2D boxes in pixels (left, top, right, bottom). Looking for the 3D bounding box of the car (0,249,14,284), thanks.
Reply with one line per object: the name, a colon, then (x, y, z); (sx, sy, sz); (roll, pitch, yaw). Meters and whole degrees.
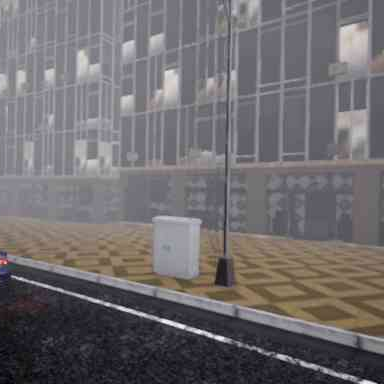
car: (-6.548, 1.574, 8.224); (5.357, 1.411, 2.033); (0, -1, 35)
